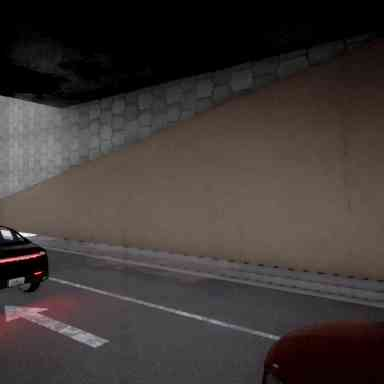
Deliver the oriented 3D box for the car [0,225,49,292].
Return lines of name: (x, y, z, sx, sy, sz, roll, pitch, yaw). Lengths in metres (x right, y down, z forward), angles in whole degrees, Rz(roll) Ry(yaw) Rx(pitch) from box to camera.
car: (-5.305, 1.492, 7.728, 4.902, 1.511, 2.128, 0, 0, 35)

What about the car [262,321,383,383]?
car: (2.702, 1.526, 1.957, 4.674, 1.442, 1.812, 0, 0, 36)
